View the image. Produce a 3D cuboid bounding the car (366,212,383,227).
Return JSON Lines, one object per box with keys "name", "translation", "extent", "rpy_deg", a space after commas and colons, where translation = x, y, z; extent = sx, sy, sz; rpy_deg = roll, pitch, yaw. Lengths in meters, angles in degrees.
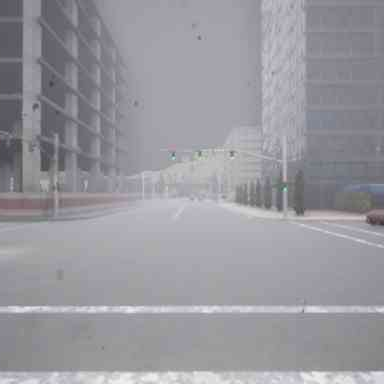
{"name": "car", "translation": [14.914, 1.713, 23.423], "extent": [5.008, 1.535, 1.882], "rpy_deg": [-1, -1, 0]}
